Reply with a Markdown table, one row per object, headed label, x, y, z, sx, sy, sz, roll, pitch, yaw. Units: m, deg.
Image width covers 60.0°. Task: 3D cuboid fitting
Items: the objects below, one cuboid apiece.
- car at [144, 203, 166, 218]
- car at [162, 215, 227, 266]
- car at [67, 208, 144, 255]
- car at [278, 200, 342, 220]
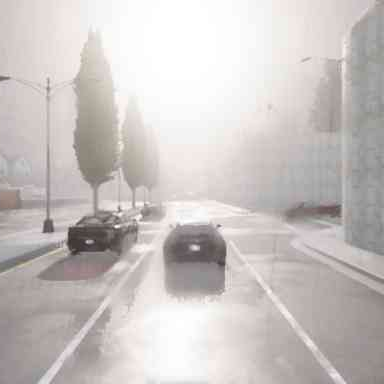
| label | x | y | z | sx | sy | sz | roll | pitch | yaw |
| --- | --- | --- | --- | --- | --- | --- | --- | --- | --- |
| car | -3.416 | 1.672 | 30.525 | 1.895 | 1.301 | 4.718 | -1 | 0 | 0 |
| car | 0.100 | 1.600 | 11.657 | 1.994 | 1.385 | 4.181 | 0 | 0 | 1 |
| car | -3.406 | 1.520 | 13.558 | 1.882 | 1.535 | 5.008 | 0 | 0 | 0 |
| car | 8.983 | 1.291 | 24.735 | 4.718 | 1.301 | 1.895 | -5 | 0 | 0 |
